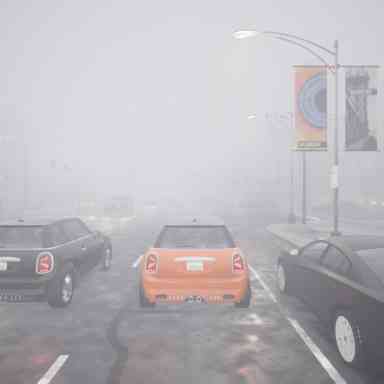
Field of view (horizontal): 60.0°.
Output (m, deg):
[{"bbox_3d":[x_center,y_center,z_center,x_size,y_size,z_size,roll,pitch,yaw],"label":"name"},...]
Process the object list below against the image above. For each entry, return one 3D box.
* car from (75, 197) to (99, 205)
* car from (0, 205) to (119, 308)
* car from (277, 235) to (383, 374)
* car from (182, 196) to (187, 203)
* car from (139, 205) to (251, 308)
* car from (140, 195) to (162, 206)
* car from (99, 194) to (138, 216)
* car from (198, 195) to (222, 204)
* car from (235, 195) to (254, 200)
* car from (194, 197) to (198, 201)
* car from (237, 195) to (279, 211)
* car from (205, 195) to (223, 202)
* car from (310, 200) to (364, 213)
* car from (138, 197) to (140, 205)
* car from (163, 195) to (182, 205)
[{"bbox_3d":[-10.570,1.352,34.296,2.097,1.767,4.553,0,0,0],"label":"car"},{"bbox_3d":[-3.435,1.352,8.093,2.097,1.767,4.553,0,0,0],"label":"car"},{"bbox_3d":[2.902,1.480,5.739,2.097,1.535,5.008,0,0,0],"label":"car"},{"bbox_3d":[-2.631,1.525,69.270,1.812,1.442,4.674,0,0,26],"label":"car"},{"bbox_3d":[0.066,1.352,8.089,2.097,1.767,4.553,0,0,0],"label":"car"},{"bbox_3d":[-6.629,1.564,53.887,1.994,1.385,4.181,0,0,5],"label":"car"},{"bbox_3d":[-7.083,1.221,32.800,2.150,2.045,5.566,0,0,0],"label":"car"},{"bbox_3d":[3.542,1.491,65.327,2.128,1.511,4.902,0,0,24],"label":"car"},{"bbox_3d":[14.572,1.518,92.056,4.902,1.511,2.128,0,0,-32],"label":"car"},{"bbox_3d":[2.480,1.500,82.757,1.837,1.490,4.892,0,0,43],"label":"car"},{"bbox_3d":[8.215,1.477,41.201,5.008,1.535,1.882,0,1,19],"label":"car"},{"bbox_3d":[5.355,1.553,80.688,1.994,1.385,4.181,0,0,43],"label":"car"},{"bbox_3d":[15.810,1.547,36.434,5.357,1.411,2.033,0,0,0],"label":"car"},{"bbox_3d":[-9.544,1.547,59.083,2.033,1.411,5.357,0,0,13],"label":"car"},{"bbox_3d":[-3.124,1.504,54.269,1.837,1.490,4.892,-1,0,3],"label":"car"}]
